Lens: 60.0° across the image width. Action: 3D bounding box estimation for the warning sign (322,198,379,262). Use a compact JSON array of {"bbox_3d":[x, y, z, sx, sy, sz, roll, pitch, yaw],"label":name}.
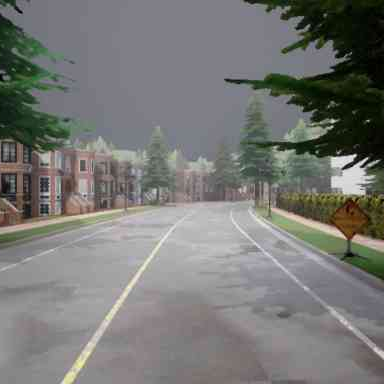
[{"bbox_3d":[4.873,1.112,10.321,1.300,1.860,1.060,0,0,2],"label":"warning sign"}]
